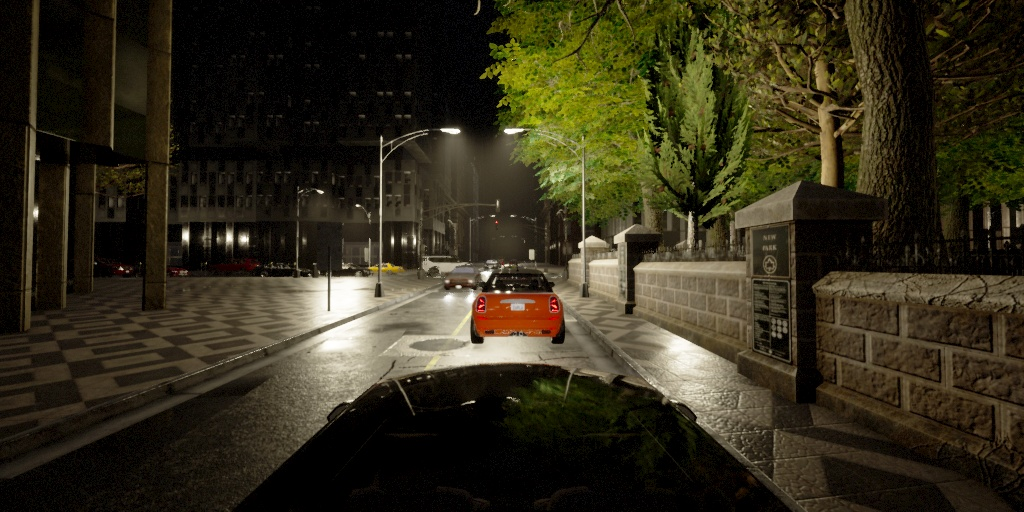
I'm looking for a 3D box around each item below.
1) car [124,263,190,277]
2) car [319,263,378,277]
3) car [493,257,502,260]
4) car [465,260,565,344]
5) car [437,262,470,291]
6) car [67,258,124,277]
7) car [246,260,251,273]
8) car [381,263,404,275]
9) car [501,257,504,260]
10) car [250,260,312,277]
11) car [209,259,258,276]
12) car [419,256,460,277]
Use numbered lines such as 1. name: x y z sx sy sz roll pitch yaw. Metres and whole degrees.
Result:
1. car: -31.047 1.321 31.700 4.207 1.307 1.802 0 0 1
2. car: -14.508 1.268 31.535 4.403 1.370 2.007 0 0 1
3. car: -2.877 1.326 50.823 2.128 1.511 4.902 0 0 0
4. car: 0.129 1.107 9.759 2.097 1.767 4.553 0 0 0
5. car: -2.908 1.317 22.322 2.033 1.411 5.357 0 0 0
6. car: -36.560 1.062 31.755 5.009 1.841 2.192 0 0 1
7. car: -22.362 1.349 34.290 4.181 1.385 1.994 0 -1 1
8. car: -14.602 1.426 40.059 4.829 1.417 1.751 0 0 1
9. car: -2.805 1.373 62.158 1.837 1.490 4.892 0 0 1
10. car: -20.021 1.290 31.590 4.313 1.339 1.948 0 0 1
11. car: -30.969 1.238 40.223 5.009 1.841 2.192 0 0 1
12. car: -6.482 1.038 36.061 5.566 2.045 2.150 0 -1 -23
